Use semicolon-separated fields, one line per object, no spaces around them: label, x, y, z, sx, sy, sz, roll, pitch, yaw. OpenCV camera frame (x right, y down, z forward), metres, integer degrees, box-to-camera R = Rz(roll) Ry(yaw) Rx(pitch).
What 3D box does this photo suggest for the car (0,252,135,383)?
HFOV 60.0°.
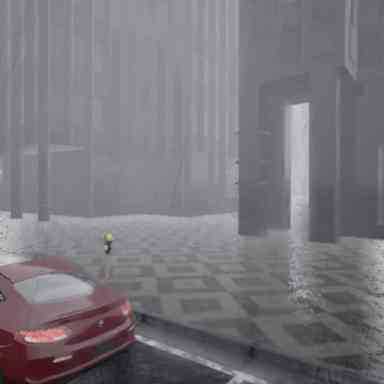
car;-2.659;1.555;4.864;4.206;1.307;1.802;0;0;36
